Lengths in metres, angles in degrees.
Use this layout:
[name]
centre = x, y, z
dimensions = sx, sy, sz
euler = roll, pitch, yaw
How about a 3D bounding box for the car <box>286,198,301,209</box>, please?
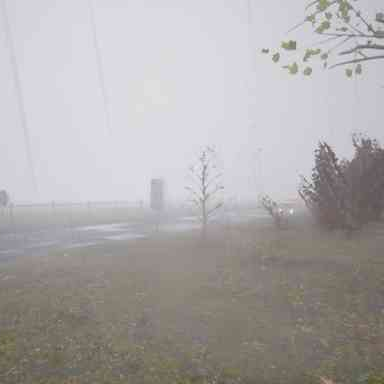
[car]
centre = 14.820, 1.605, 49.337
dimensions = 1.882, 1.535, 5.008
euler = 0, 0, 35
